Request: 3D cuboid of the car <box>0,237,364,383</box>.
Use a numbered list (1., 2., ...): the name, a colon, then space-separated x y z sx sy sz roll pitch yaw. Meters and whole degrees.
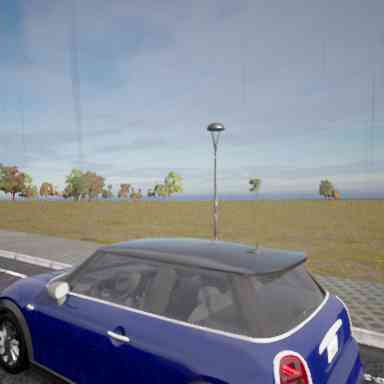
1. car: -0.515 1.354 4.095 4.553 1.767 2.097 0 0 36
